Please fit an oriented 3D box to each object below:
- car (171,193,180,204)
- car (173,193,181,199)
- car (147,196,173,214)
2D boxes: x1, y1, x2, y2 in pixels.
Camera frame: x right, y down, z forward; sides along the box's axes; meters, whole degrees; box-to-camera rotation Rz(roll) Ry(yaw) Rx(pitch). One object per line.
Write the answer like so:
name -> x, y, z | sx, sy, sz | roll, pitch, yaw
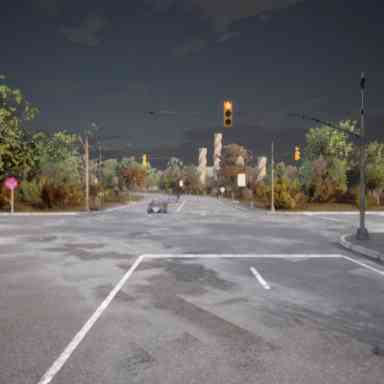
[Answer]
car -> -3.394, 1.435, 60.928 | 1.812, 1.442, 4.674 | 0, 2, 0
car -> -3.999, 1.004, 86.399 | 1.895, 1.301, 4.718 | 0, 1, -4
car -> -3.446, 1.497, 34.209 | 2.128, 1.511, 4.902 | 0, 0, 0
